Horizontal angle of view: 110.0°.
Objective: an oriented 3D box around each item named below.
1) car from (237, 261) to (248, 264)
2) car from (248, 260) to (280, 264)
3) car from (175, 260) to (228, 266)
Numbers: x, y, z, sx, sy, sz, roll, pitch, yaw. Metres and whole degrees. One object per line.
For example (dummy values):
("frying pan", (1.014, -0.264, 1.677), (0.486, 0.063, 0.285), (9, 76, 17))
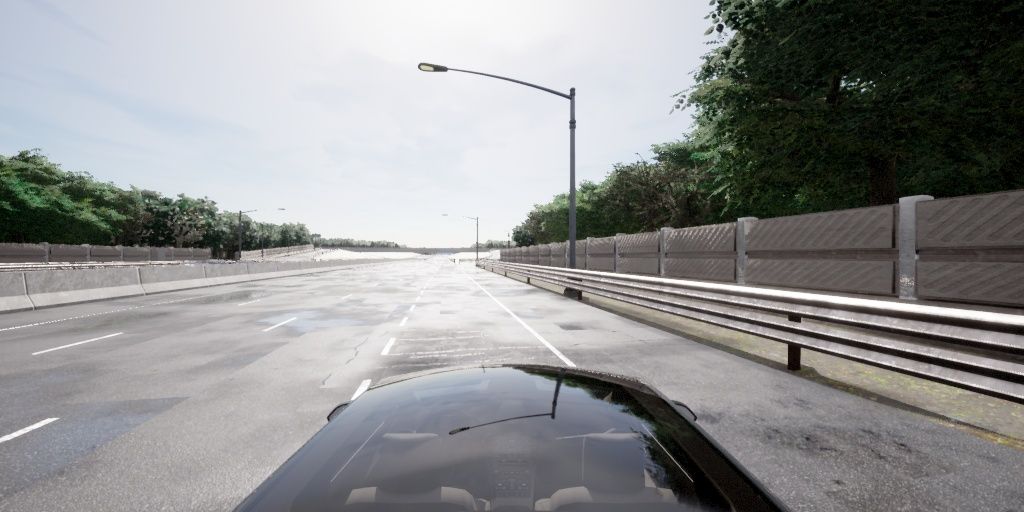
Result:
("car", (-37.321, 1.342, 49.985), (2.033, 1.411, 5.357), (0, 0, -10))
("car", (-33.677, 1.271, 49.494), (1.882, 1.535, 5.008), (0, 0, -10))
("car", (-26.824, 1.117, 31.485), (2.097, 1.767, 4.553), (0, 0, -11))
